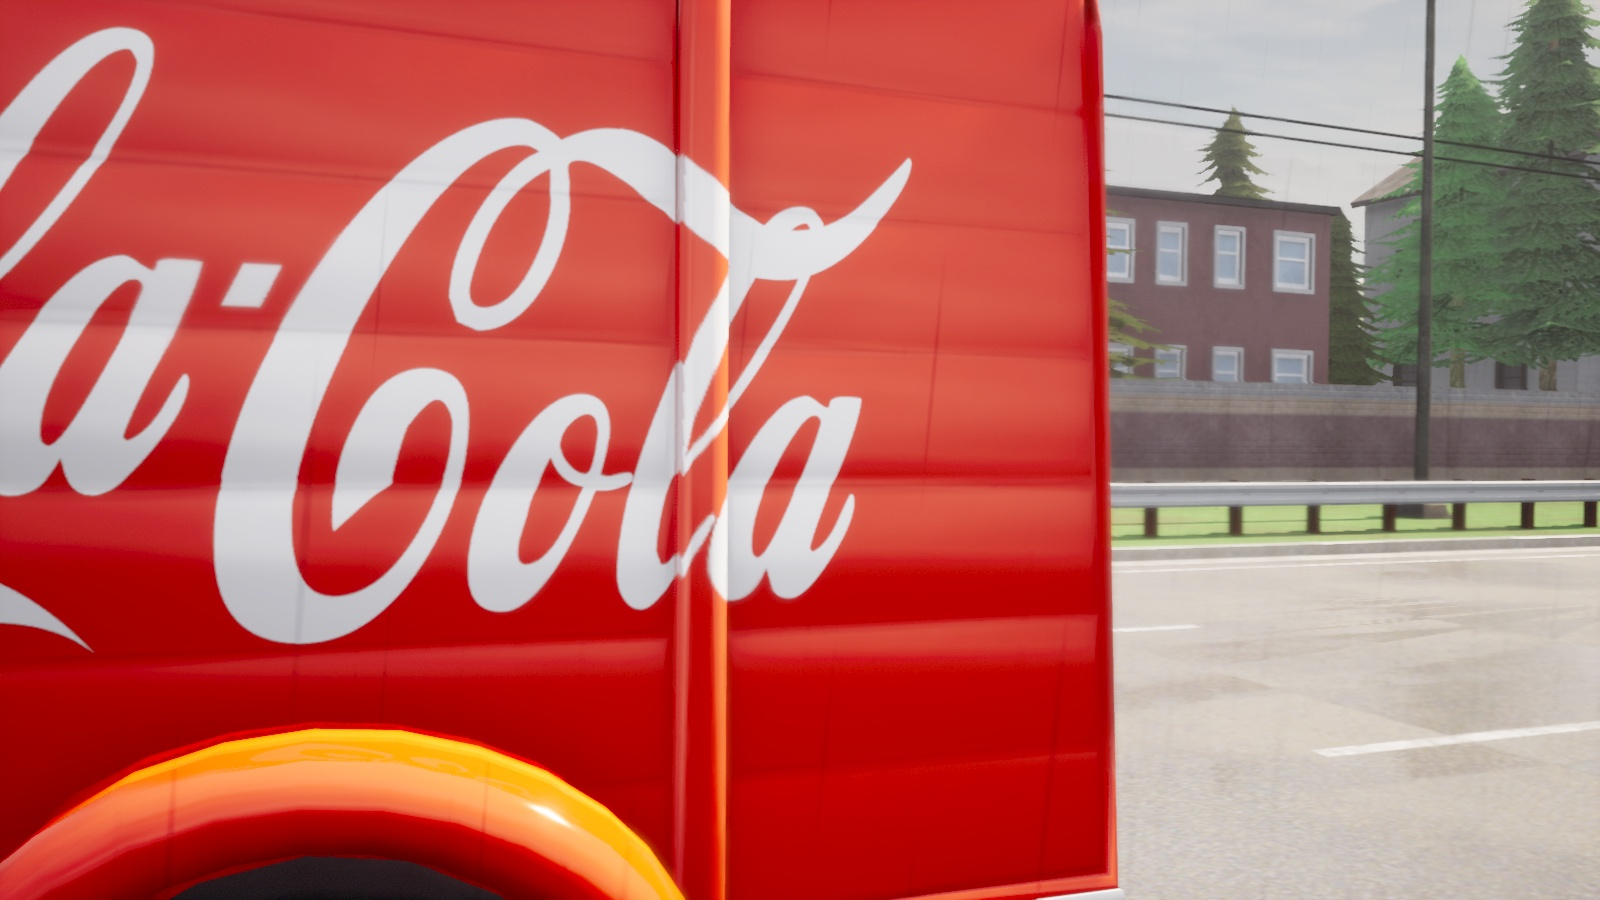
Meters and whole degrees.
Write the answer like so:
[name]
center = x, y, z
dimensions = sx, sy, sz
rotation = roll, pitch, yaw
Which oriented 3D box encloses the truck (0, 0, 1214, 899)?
[truck]
center = -2.212, 0.297, 2.394
dimensions = 5.204, 2.467, 2.627
rotation = -1, 1, -21
